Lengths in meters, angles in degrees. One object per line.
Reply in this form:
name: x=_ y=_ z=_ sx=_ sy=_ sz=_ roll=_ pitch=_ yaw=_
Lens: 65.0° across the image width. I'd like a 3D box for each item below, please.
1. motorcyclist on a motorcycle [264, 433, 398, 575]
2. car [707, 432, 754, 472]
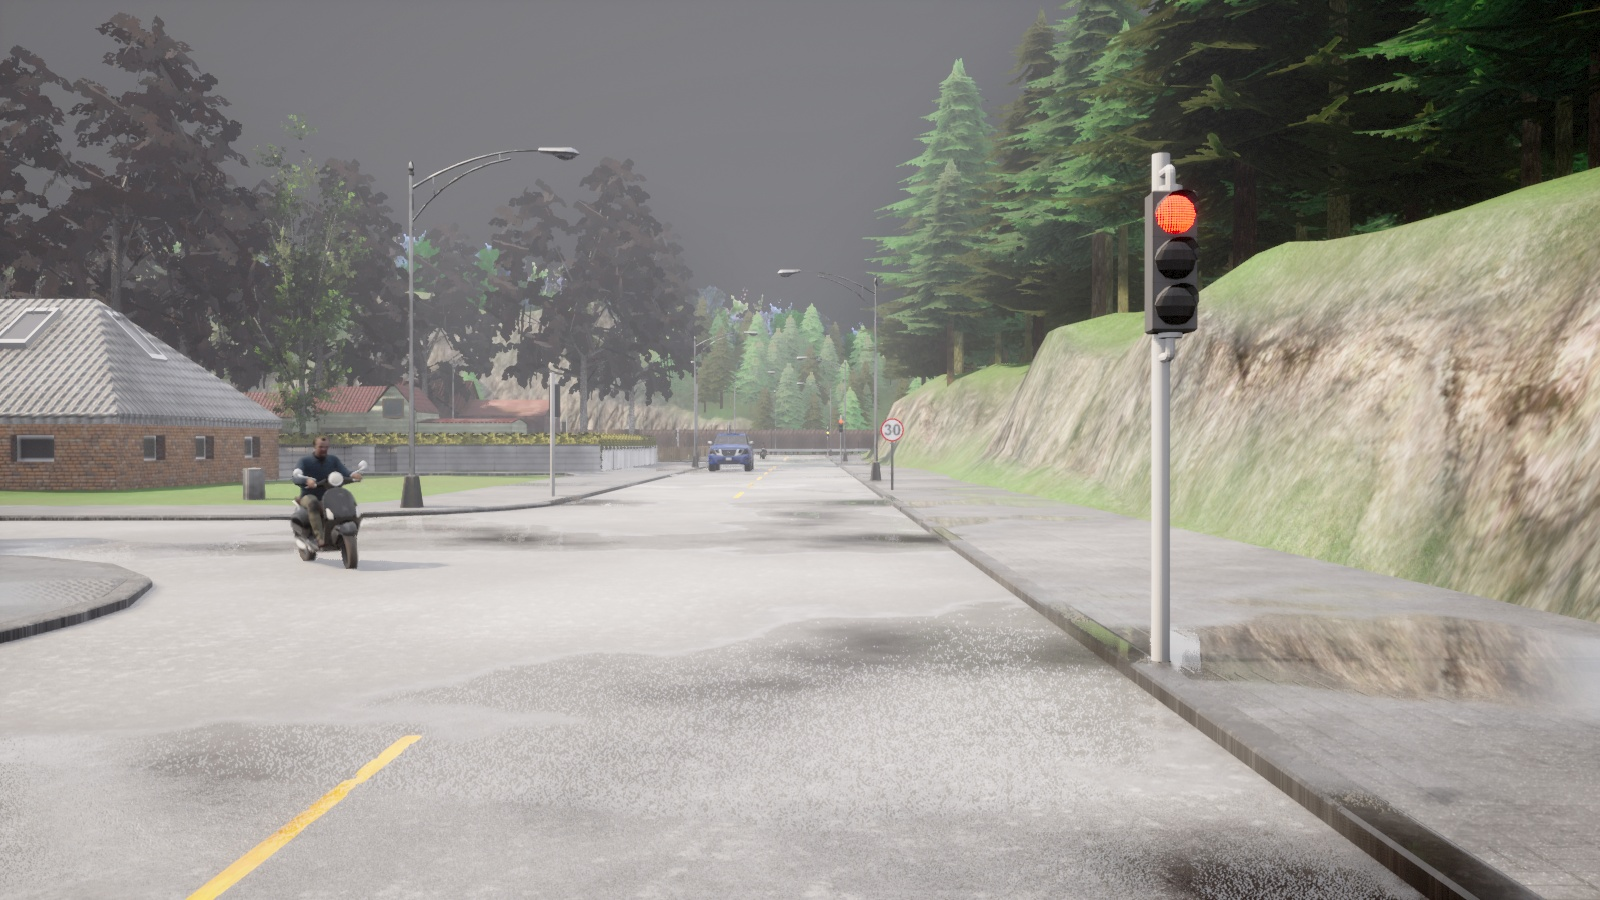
motorcyclist on a motorcycle: x=-5.703 y=0.609 z=15.226 sx=0.866 sy=1.590 sz=1.817 roll=-3 pitch=3 yaw=-41
car: x=-3.611 y=0.088 z=66.411 sx=2.150 sy=2.045 sz=5.566 roll=0 pitch=0 yaw=0
